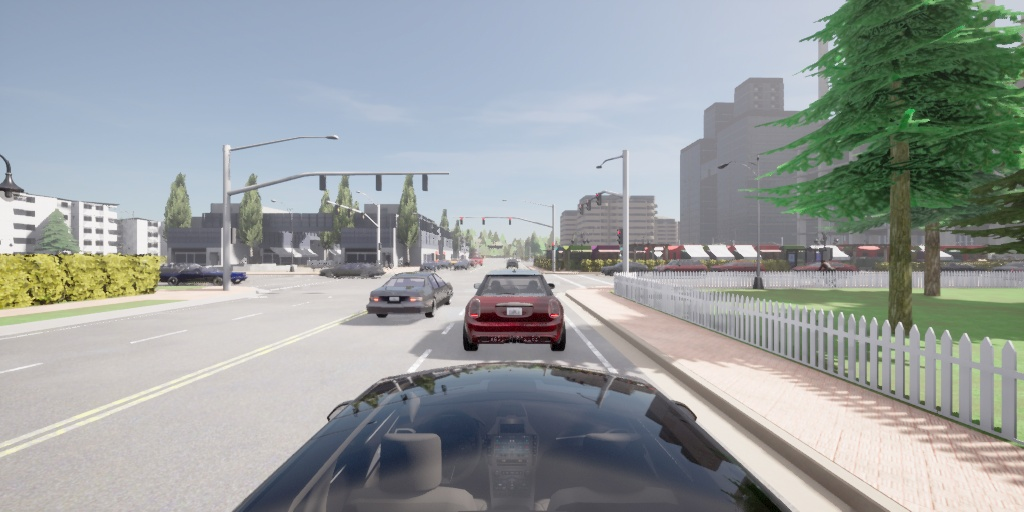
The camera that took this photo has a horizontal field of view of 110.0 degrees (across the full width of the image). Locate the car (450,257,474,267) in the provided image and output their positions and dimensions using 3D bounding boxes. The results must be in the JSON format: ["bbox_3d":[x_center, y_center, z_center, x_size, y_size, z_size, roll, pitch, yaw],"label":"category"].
[{"bbox_3d":[-7.098,1.297,51.454,2.033,1.411,5.357,0,0,0],"label":"car"}]

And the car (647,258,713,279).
[{"bbox_3d":[15.076,1.102,32.389,4.553,1.767,2.097,0,0,-1],"label":"car"}]

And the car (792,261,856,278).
[{"bbox_3d":[28.395,1.228,32.725,5.008,1.535,1.882,0,0,-1],"label":"car"}]

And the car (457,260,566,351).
[{"bbox_3d":[0.063,1.102,9.140,2.097,1.767,4.553,0,0,0],"label":"car"}]

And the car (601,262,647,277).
[{"bbox_3d":[11.228,1.276,35.776,4.674,1.442,1.812,0,0,-1],"label":"car"}]

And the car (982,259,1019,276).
[{"bbox_3d":[47.267,1.263,33.113,4.892,1.490,1.837,0,0,-1],"label":"car"}]

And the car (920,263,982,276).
[{"bbox_3d":[44.849,1.351,36.572,4.718,1.301,1.895,0,0,-1],"label":"car"}]

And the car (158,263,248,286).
[{"bbox_3d":[-20.883,1.351,24.388,4.718,1.301,1.895,0,0,-1],"label":"car"}]

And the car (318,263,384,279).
[{"bbox_3d":[-14.153,1.297,31.915,5.357,1.411,2.033,0,0,-2],"label":"car"}]

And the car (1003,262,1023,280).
[{"bbox_3d":[43.877,1.314,29.449,4.181,1.385,1.994,0,0,-3],"label":"car"}]

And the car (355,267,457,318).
[{"bbox_3d":[-3.419,1.297,12.975,2.033,1.411,5.357,0,0,0],"label":"car"}]

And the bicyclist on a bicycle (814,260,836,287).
[{"bbox_3d":[18.790,1.052,21.497,0.582,1.620,1.656,0,0,-1],"label":"bicyclist on a bicycle"}]

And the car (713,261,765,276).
[{"bbox_3d":[22.615,1.227,36.082,5.008,1.535,1.882,0,0,-1],"label":"car"}]

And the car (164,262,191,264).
[{"bbox_3d":[-25.393,1.241,27.784,4.902,1.511,2.128,0,0,-2],"label":"car"}]

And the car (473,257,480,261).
[{"bbox_3d":[-7.085,1.351,61.036,1.895,1.301,4.718,0,0,0],"label":"car"}]

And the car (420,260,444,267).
[{"bbox_3d":[-10.628,1.314,46.933,1.994,1.385,4.181,0,0,1],"label":"car"}]

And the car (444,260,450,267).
[{"bbox_3d":[-10.602,1.297,56.176,2.033,1.411,5.357,0,0,0],"label":"car"}]
